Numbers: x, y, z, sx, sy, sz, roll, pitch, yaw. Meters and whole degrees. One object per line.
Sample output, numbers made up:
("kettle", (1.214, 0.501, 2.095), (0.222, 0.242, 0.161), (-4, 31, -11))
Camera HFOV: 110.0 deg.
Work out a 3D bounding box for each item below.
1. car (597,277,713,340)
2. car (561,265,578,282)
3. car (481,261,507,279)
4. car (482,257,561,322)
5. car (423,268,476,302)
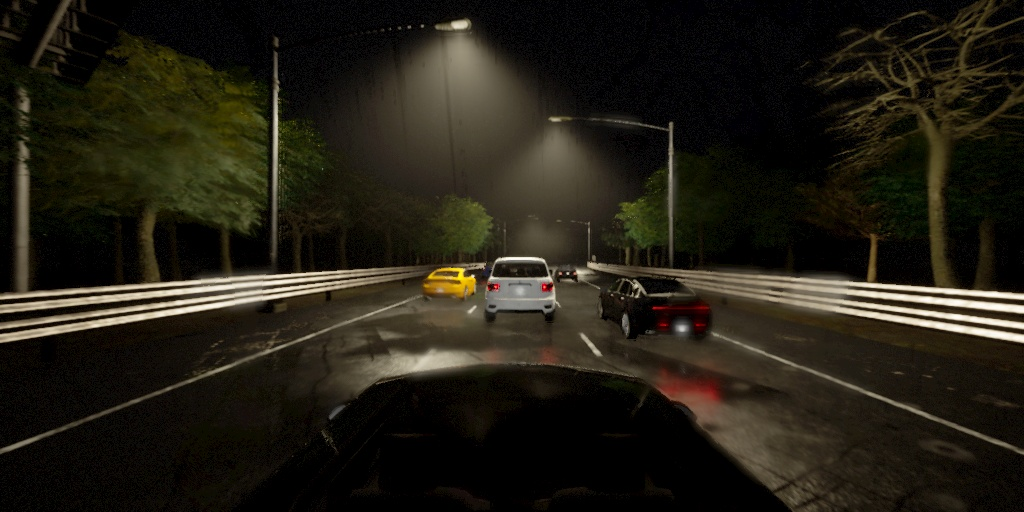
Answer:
("car", (3.738, 1.328, 10.173), (1.837, 1.490, 4.892), (0, 0, 1))
("car", (4.902, 1.560, 32.722), (2.033, 1.411, 5.357), (0, 0, 5))
("car", (-1.743, 1.393, 36.979), (2.097, 1.767, 4.553), (0, -1, 5))
("car", (0.308, 1.066, 12.869), (2.150, 2.045, 5.566), (0, 0, 2))
("car", (-3.000, 1.361, 18.060), (1.882, 1.535, 5.008), (0, -1, 2))
